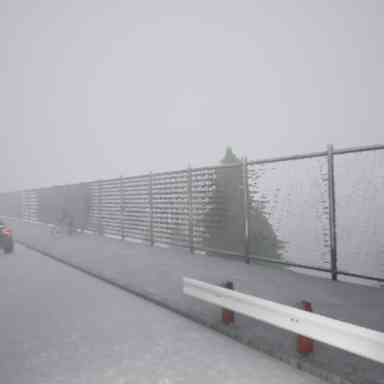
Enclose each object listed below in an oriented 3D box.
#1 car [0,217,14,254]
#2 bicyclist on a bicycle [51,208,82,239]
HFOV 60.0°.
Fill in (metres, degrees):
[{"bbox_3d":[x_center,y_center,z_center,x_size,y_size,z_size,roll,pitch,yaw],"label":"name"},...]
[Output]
[{"bbox_3d":[-9.472,1.766,14.791,2.097,1.767,4.553,-1,-1,-38],"label":"car"},{"bbox_3d":[-6.899,1.721,18.319,1.656,1.620,0.582,-2,0,-38],"label":"bicyclist on a bicycle"}]
